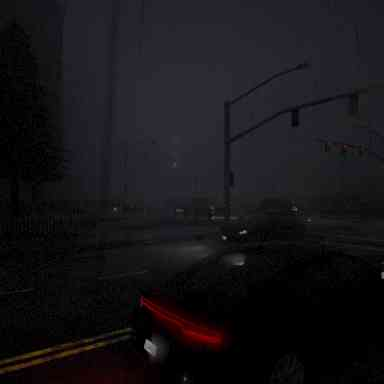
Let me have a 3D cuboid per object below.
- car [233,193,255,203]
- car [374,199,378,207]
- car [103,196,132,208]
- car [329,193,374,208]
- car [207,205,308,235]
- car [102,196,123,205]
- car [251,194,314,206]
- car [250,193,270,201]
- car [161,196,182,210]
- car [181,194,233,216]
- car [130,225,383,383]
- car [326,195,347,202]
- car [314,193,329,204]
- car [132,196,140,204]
[{"bbox_3d":[12.227,1.395,78.856,1.970,1.475,3.806,0,0,-35],"label":"car"},{"bbox_3d":[24.205,1.156,47.406,1.905,1.878,3.866,0,0,-35],"label":"car"},{"bbox_3d":[-11.229,1.352,49.595,2.097,1.767,4.553,0,0,-35],"label":"car"},{"bbox_3d":[21.815,1.153,45.773,1.932,1.855,4.605,0,0,-35],"label":"car"},{"bbox_3d":[3.139,1.526,14.505,4.674,1.442,1.812,0,1,-37],"label":"car"},{"bbox_3d":[-14.497,1.481,60.292,1.882,1.535,5.008,0,0,-36],"label":"car"},{"bbox_3d":[7.851,1.352,29.161,2.097,1.767,4.553,0,0,-38],"label":"car"},{"bbox_3d":[16.743,1.153,82.130,1.932,1.855,4.605,0,0,-35],"label":"car"},{"bbox_3d":[-2.319,1.564,43.143,1.994,1.385,4.181,0,0,-36],"label":"car"},{"bbox_3d":[1.358,1.352,32.002,2.097,1.767,4.553,0,0,-36],"label":"car"},{"bbox_3d":[1.587,1.478,4.927,5.008,1.535,1.882,0,0,-35],"label":"car"},{"bbox_3d":[32.395,1.364,74.704,1.784,1.438,3.905,0,0,-35],"label":"car"},{"bbox_3d":[29.998,1.153,73.077,1.932,1.855,4.605,0,0,-35],"label":"car"},{"bbox_3d":[-11.456,1.504,62.234,1.837,1.490,4.892,0,0,-36],"label":"car"}]
